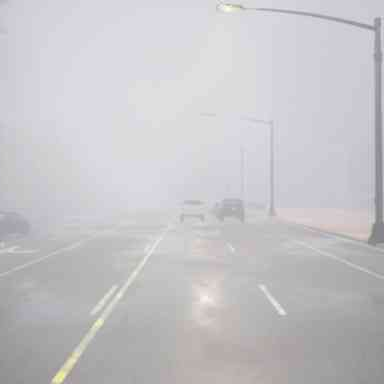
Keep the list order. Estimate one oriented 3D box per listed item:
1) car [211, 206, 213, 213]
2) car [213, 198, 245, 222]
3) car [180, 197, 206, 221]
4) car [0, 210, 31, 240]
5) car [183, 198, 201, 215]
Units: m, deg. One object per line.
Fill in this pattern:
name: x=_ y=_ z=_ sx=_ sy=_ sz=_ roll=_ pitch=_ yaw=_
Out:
car: x=3.456 y=2.074 z=42.021 sx=2.033 sy=1.411 sz=5.357 roll=0 pitch=-1 yaw=0
car: x=3.514 y=1.608 z=30.902 sx=2.150 sy=2.045 sz=5.566 roll=0 pitch=-1 yaw=0
car: x=0.012 y=1.621 z=31.804 sx=2.150 sy=2.045 sz=5.566 roll=0 pitch=-1 yaw=-1
car: x=-10.578 y=1.760 z=18.249 sx=1.812 sy=1.442 sz=4.674 roll=0 pitch=-1 yaw=0
car: x=-0.021 y=1.756 z=42.531 sx=2.150 sy=2.045 sz=5.566 roll=0 pitch=-1 yaw=0
